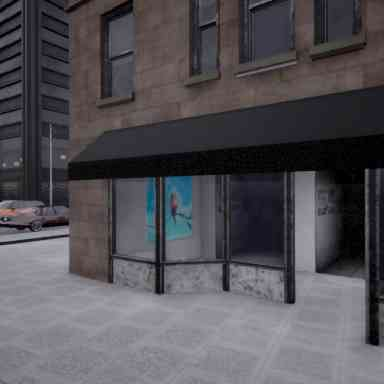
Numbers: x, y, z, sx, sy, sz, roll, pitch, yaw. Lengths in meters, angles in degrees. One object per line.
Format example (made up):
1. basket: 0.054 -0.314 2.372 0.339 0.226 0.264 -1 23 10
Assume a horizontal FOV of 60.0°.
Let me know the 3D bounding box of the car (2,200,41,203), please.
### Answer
1. car: -11.345 1.311 21.002 2.097 1.767 4.553 0 0 35

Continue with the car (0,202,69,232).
1. car: -8.427 1.492 19.754 2.033 1.411 5.357 0 0 35
